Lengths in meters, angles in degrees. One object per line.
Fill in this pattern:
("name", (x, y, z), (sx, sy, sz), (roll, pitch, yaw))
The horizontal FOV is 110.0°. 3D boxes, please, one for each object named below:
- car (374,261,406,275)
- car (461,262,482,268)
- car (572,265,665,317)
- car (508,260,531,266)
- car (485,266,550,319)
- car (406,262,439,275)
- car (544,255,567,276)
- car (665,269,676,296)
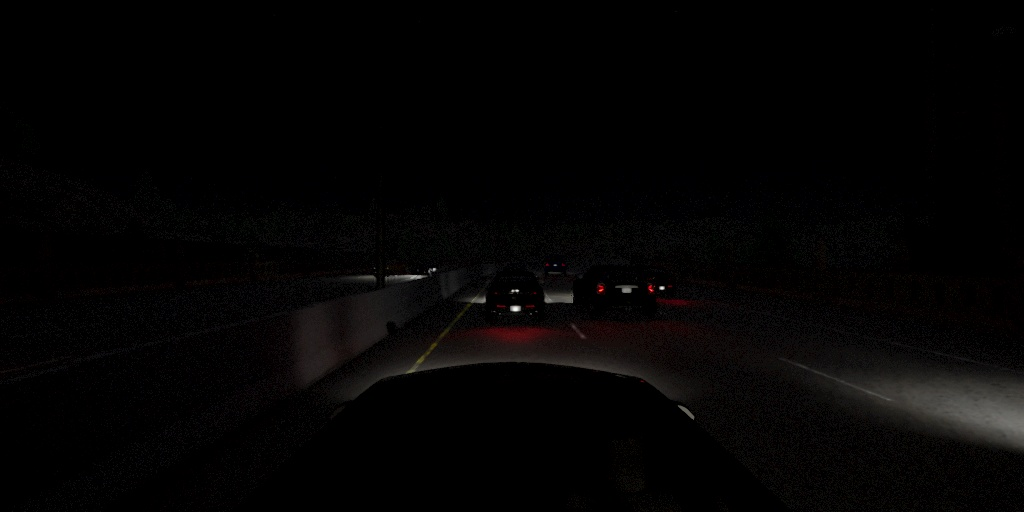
("car", (-13.042, 1.247, 38.817), (1.882, 1.535, 5.008), (0, 0, 8))
("car", (-4.908, 1.363, 45.233), (1.895, 1.301, 4.718), (0, 0, 12))
("car", (3.601, 1.105, 13.373), (2.097, 1.767, 4.553), (0, 0, 0))
("car", (0.368, 1.301, 30.910), (2.033, 1.411, 5.357), (0, 0, 4))
("car", (0.100, 1.257, 12.687), (1.837, 1.490, 4.892), (0, 0, 0))
("car", (-9.450, 1.329, 39.103), (1.994, 1.385, 4.181), (0, 0, 9))
("car", (4.515, 0.967, 37.174), (2.150, 2.045, 5.566), (0, 0, 7))
("car", (7.104, 1.259, 19.389), (1.837, 1.490, 4.892), (0, 0, 0))
